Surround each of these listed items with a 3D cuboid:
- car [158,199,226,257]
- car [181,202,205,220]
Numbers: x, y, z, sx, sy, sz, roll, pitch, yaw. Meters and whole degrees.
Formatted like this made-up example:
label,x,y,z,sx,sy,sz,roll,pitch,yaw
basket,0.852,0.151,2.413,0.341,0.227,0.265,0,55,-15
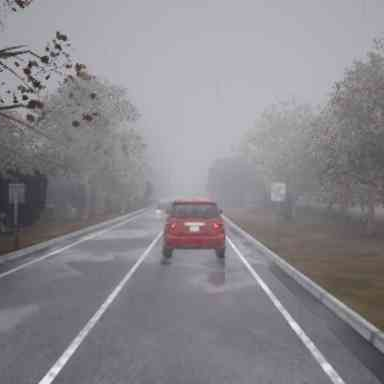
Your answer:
label,x,y,z,sx,sy,sz,roll,pitch,yaw
car,0.093,1.290,13.324,2.150,2.045,5.566,0,0,0
car,0.102,1.670,29.865,1.994,1.385,4.181,0,0,0
